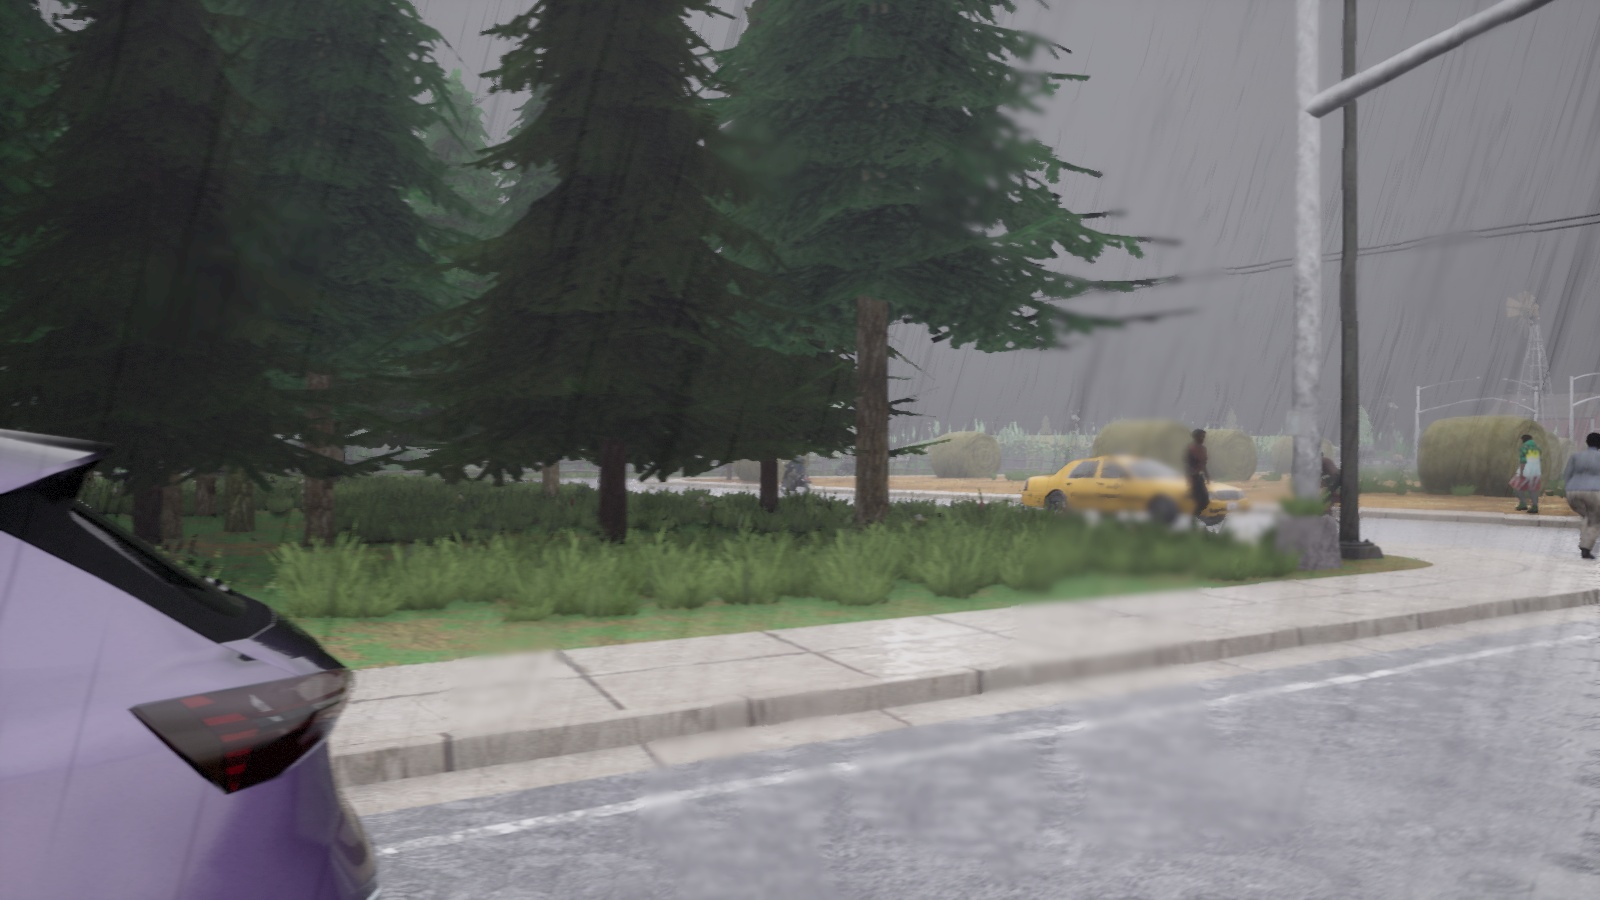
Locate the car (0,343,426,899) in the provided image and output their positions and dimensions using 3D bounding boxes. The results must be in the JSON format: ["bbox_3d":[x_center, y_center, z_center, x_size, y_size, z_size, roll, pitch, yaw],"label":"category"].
[{"bbox_3d":[-3.171,0.685,1.451,4.856,1.649,2.033,0,0,-35],"label":"car"}]

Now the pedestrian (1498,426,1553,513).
[{"bbox_3d":[16.716,0.445,28.936,0.659,1.952,0.873,0,0,-18],"label":"pedestrian"}]

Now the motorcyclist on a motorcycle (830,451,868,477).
[{"bbox_3d":[3.078,0.875,79.181,2.350,1.649,0.766,0,0,-31],"label":"motorcyclist on a motorcycle"}]

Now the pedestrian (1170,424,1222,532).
[{"bbox_3d":[6.733,0.465,21.364,0.328,1.805,0.869,0,0,-27],"label":"pedestrian"}]

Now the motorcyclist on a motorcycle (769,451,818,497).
[{"bbox_3d":[-0.251,0.835,44.532,0.866,1.590,1.817,0,0,-34],"label":"motorcyclist on a motorcycle"}]

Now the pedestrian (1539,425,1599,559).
[{"bbox_3d":[11.206,0.580,17.856,0.900,1.855,0.874,0,0,-32],"label":"pedestrian"}]

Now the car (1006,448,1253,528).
[{"bbox_3d":[7.016,0.763,27.397,1.801,1.575,5.366,0,0,-34],"label":"car"}]
